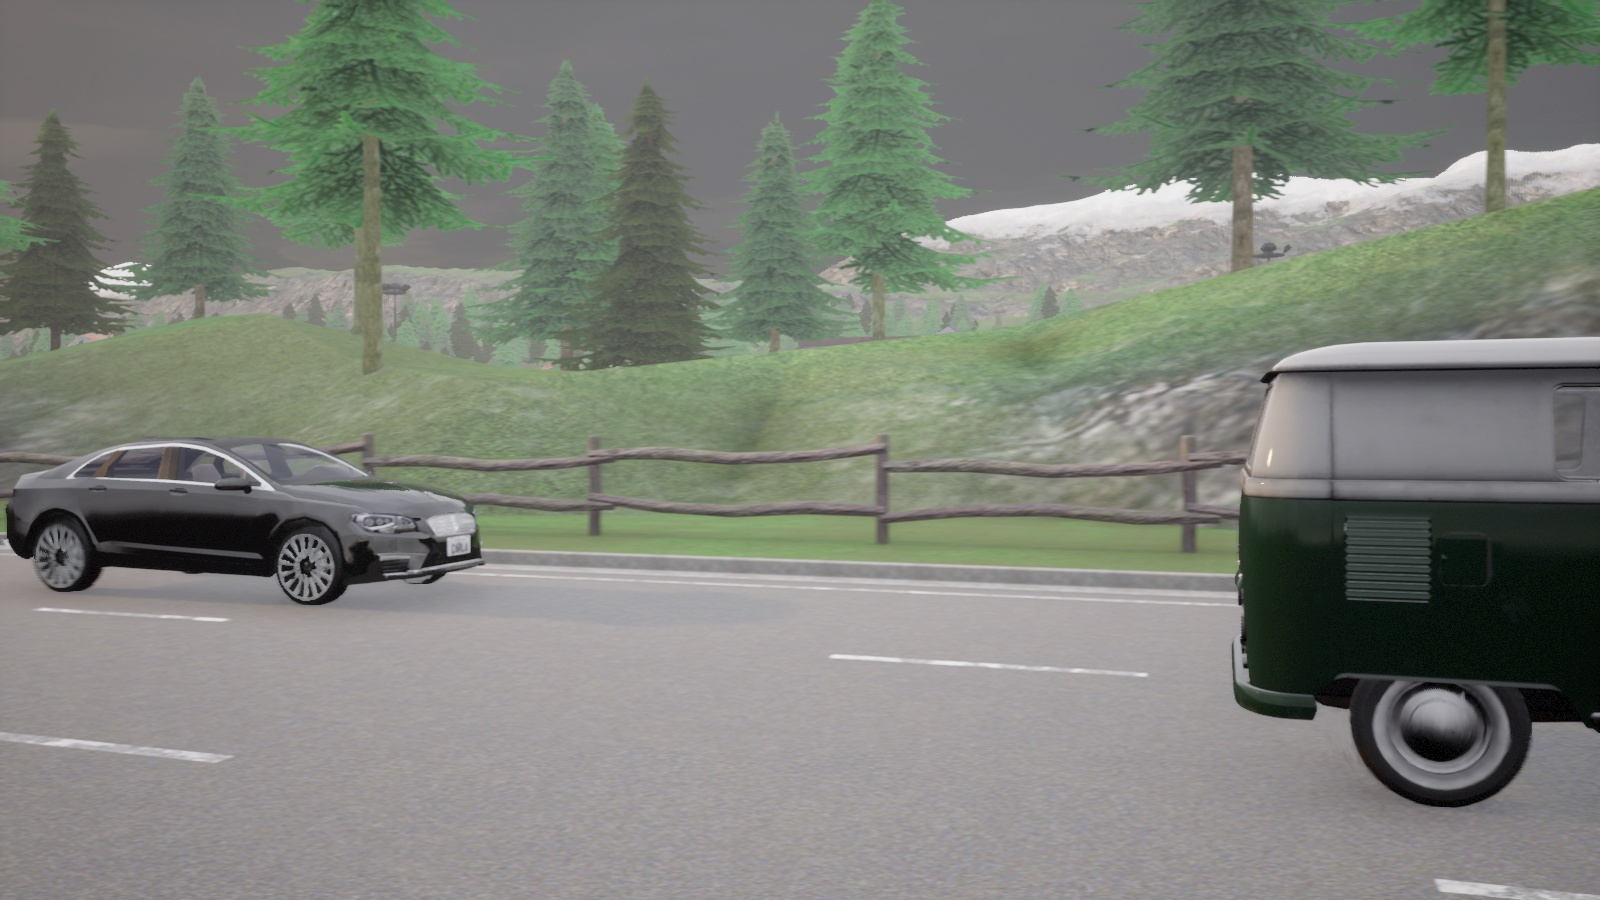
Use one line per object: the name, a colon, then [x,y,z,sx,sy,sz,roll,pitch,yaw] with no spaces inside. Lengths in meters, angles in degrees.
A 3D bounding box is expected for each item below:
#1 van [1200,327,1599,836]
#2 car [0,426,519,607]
van: [4.108,0.511,5.500,4.442,1.987,1.775,1,1,19]
car: [-5.499,0.538,12.427,4.902,1.511,2.128,1,1,19]
